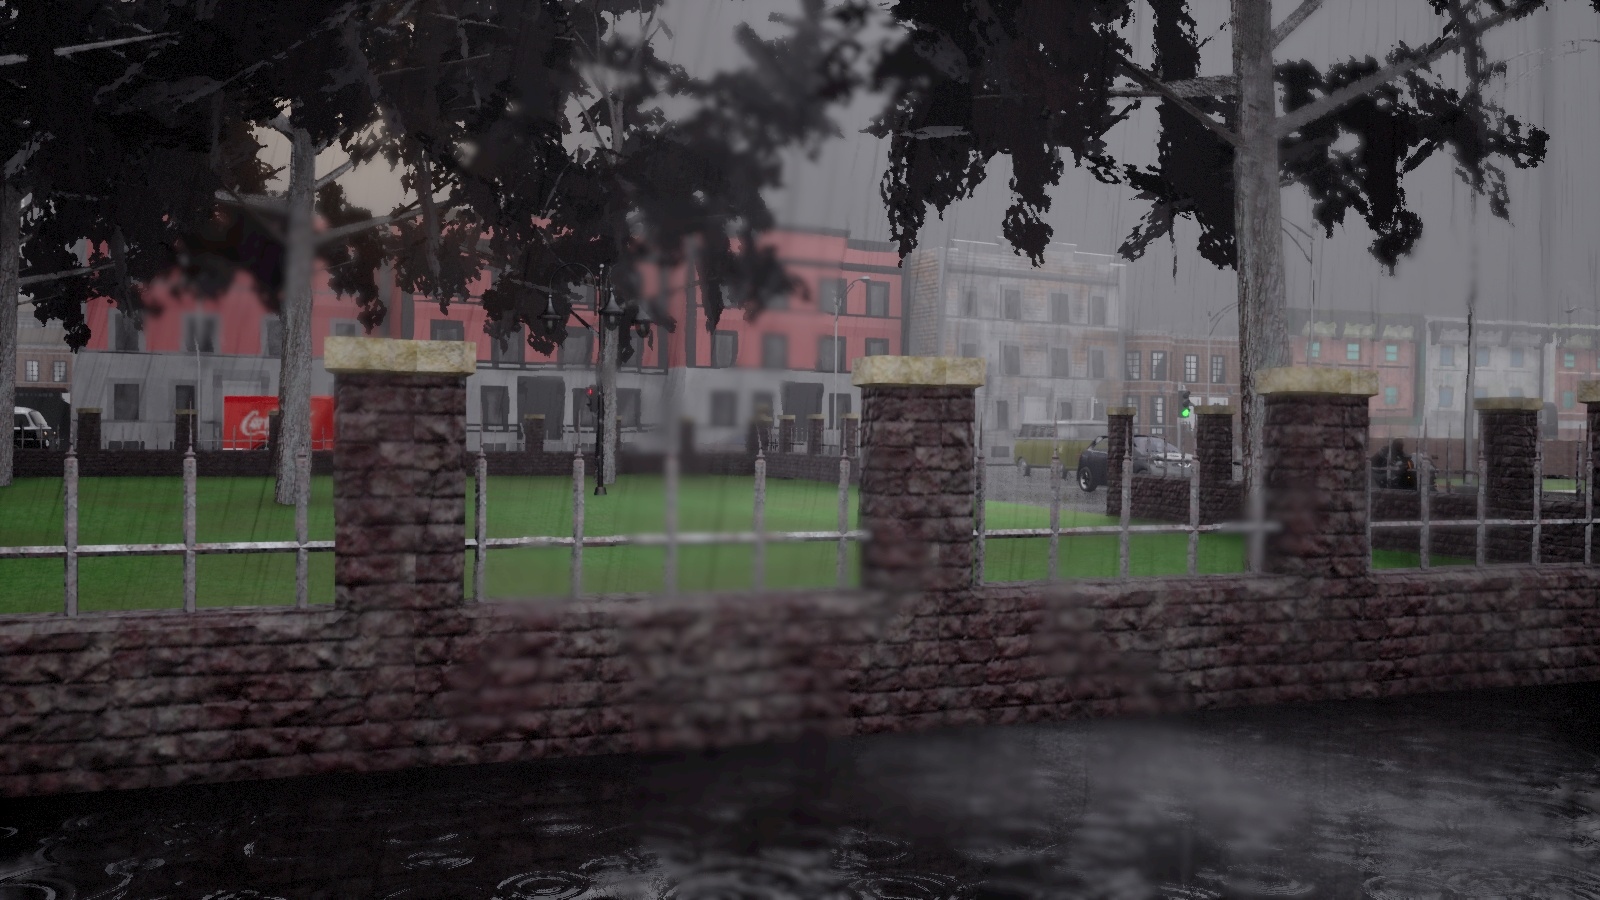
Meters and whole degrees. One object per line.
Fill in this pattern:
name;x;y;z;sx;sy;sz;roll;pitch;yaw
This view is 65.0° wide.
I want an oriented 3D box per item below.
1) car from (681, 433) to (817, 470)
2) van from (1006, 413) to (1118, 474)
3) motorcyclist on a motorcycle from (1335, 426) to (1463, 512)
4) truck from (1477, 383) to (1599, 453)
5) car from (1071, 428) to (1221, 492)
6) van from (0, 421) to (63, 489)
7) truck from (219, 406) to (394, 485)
car;-2.061;0.045;50.587;5.357;1.411;2.033;-1;1;-3
van;8.909;-0.245;43.021;1.775;1.987;4.442;-1;1;-18
motorcyclist on a motorcycle;11.227;0.327;23.635;0.866;1.530;2.191;-1;1;-21
truck;39.333;-1.667;65.019;7.936;3.462;2.891;-1;1;-19
car;8.567;0.208;31.409;1.845;1.501;3.633;-1;1;-20
van;-25.457;0.169;38.585;4.480;2.038;2.069;-1;1;-19
truck;-16.271;-0.192;41.748;5.204;2.467;2.627;-1;1;-18
